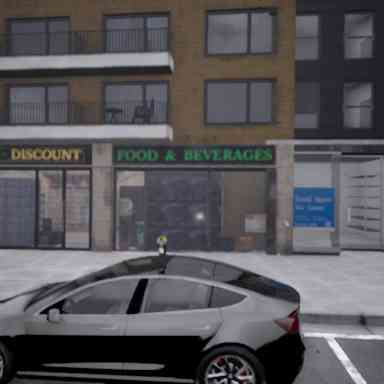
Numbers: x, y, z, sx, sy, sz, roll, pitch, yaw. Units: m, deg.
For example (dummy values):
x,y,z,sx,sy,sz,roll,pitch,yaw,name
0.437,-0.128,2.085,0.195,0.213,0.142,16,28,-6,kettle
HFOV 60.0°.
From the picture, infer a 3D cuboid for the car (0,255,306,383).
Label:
x,y,z,sx,sy,sz,roll,pitch,yaw,name
-0.766,1.564,4.362,4.313,1.339,1.947,0,1,6,car
